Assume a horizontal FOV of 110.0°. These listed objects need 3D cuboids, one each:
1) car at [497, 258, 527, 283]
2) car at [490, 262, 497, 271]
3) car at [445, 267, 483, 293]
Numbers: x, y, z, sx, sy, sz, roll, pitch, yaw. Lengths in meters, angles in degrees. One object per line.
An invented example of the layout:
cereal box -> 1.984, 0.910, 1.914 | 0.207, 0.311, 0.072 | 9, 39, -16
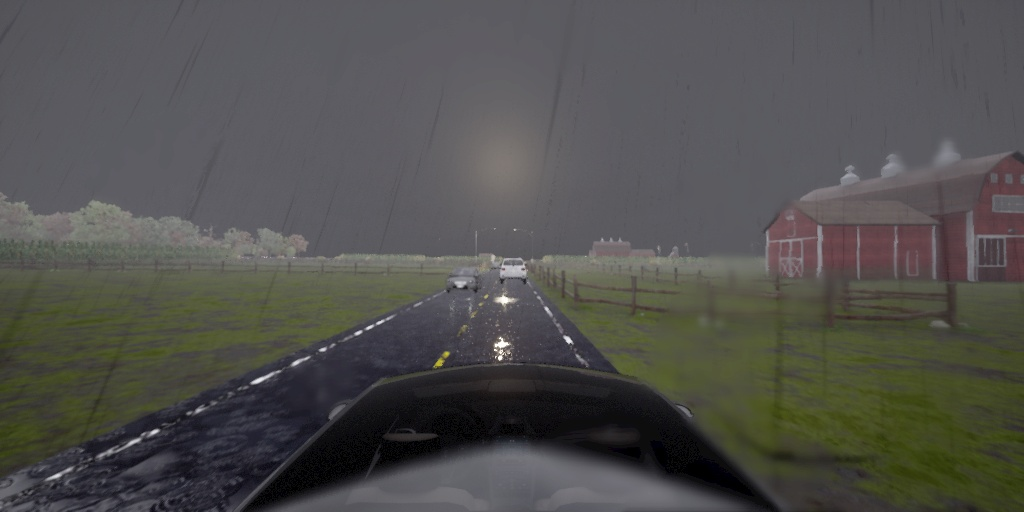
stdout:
car -> 0.109, 1.223, 31.076 | 2.150, 2.045, 5.566 | 0, 0, 0
car -> -2.769, 1.778, 63.187 | 1.837, 1.490, 4.892 | 0, 0, 1
car -> -2.842, 1.416, 22.135 | 2.128, 1.511, 4.902 | 0, 0, 0
